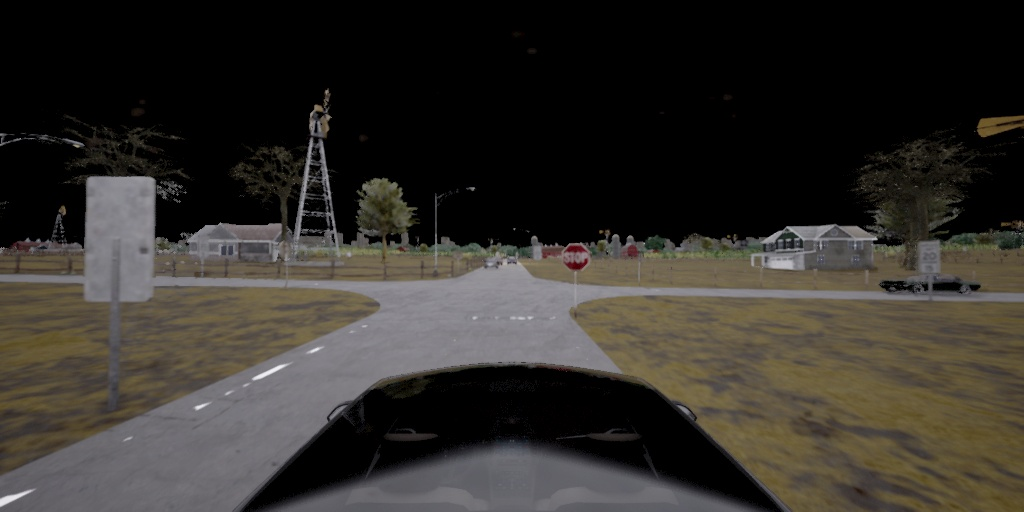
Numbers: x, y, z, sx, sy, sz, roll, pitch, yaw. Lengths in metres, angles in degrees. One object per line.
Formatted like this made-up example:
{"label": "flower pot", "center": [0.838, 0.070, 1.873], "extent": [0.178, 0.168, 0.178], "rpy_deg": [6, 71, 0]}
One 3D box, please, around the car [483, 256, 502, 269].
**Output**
{"label": "car", "center": [-2.815, 1.018, 48.793], "extent": [2.128, 1.511, 4.902], "rpy_deg": [0, 0, 0]}

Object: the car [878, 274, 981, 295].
{"label": "car", "center": [26.666, 1.784, 23.048], "extent": [4.718, 1.301, 1.895], "rpy_deg": [1, -1, 0]}
